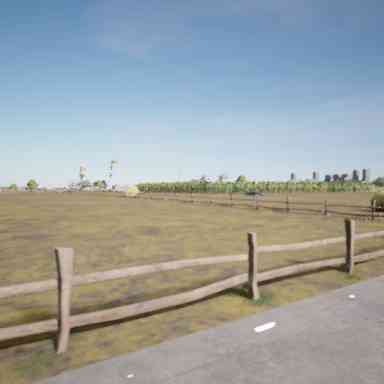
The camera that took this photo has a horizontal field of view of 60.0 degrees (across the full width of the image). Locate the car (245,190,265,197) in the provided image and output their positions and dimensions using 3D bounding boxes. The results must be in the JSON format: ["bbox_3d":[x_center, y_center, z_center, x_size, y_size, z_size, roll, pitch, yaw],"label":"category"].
[{"bbox_3d":[13.560,0.248,71.496,1.837,1.490,4.892,1,0,-35],"label":"car"}]
